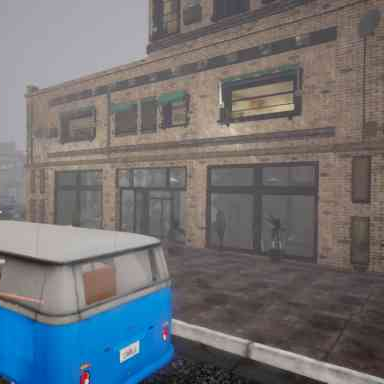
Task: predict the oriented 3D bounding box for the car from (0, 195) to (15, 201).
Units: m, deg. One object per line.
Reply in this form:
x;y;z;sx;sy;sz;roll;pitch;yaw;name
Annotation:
-20.530;1.349;33.258;2.150;2.045;5.566;1;0;36;car

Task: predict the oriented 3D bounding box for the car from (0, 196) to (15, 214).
-22.069;1.411;35.552;2.192;1.841;5.009;0;0;36;car

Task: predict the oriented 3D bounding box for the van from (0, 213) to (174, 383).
-2.124;1.340;4.363;3.998;1.788;1.690;0;1;35;van

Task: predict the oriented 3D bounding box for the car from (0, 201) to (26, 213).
-15.307;1.793;30.607;1.947;1.339;4.313;0;0;36;car
